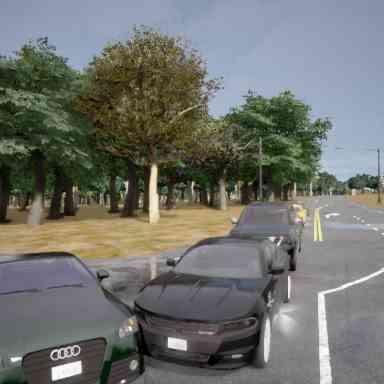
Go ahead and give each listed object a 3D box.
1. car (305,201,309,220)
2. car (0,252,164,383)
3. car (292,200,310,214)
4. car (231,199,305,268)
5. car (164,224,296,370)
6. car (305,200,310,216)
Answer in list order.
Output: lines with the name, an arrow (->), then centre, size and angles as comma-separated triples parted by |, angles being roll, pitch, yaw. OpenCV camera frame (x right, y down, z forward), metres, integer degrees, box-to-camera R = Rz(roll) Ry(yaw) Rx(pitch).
car -> 7.209, 1.668, 24.082 | 1.882, 1.535, 5.008 | -1, 0, 20
car -> -2.315, 1.644, 4.976 | 1.994, 1.385, 4.181 | 2, -2, -33
car -> 13.275, 1.755, 40.175 | 1.812, 1.442, 4.674 | -1, 0, 21
car -> 2.845, 1.462, 12.419 | 2.150, 2.045, 5.566 | -2, 0, 21
car -> 0.730, 1.614, 6.277 | 1.882, 1.535, 5.008 | -1, -2, 21
car -> 9.263, 1.730, 29.588 | 1.812, 1.442, 4.674 | -1, 0, 20
